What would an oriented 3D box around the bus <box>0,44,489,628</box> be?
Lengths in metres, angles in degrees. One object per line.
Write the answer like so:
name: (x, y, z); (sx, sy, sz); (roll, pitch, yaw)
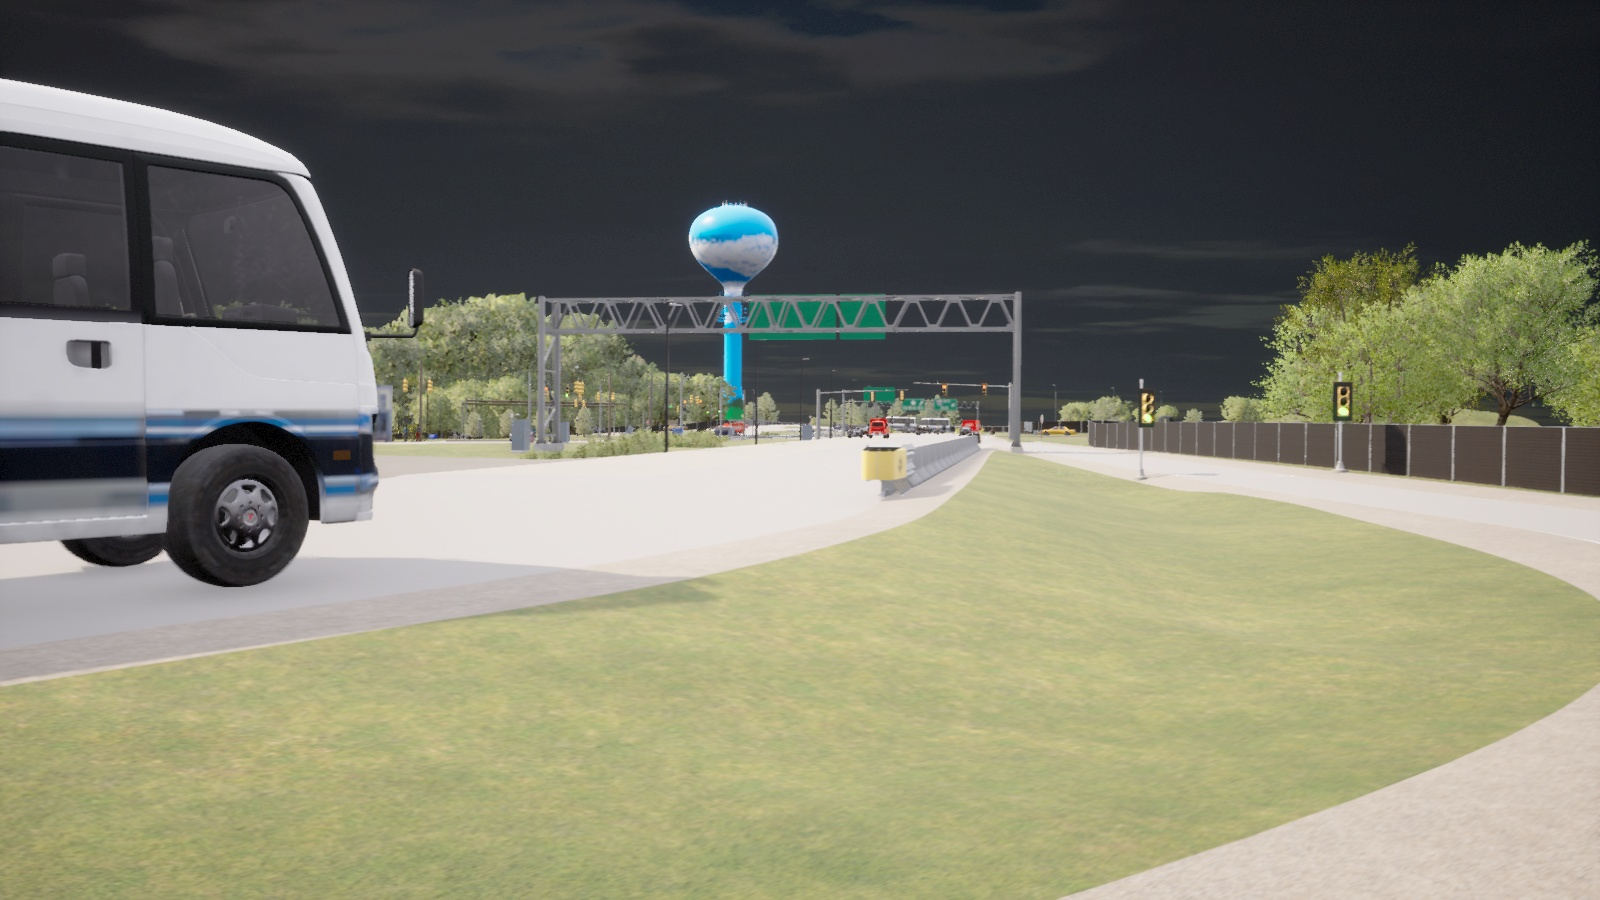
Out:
bus: (-7.942, -0.821, 9.727); (3.944, 4.253, 10.273); (1, 2, 41)
